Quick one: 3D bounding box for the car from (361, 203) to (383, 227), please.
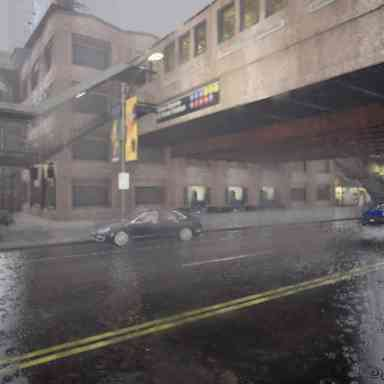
[{"bbox_3d":[13.047,1.458,21.761,5.008,1.535,1.882,0,0,-35],"label":"car"}]

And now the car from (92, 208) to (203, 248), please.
[{"bbox_3d":[-1.887,1.475,14.813,4.892,1.521,2.231,0,0,-26],"label":"car"}]
